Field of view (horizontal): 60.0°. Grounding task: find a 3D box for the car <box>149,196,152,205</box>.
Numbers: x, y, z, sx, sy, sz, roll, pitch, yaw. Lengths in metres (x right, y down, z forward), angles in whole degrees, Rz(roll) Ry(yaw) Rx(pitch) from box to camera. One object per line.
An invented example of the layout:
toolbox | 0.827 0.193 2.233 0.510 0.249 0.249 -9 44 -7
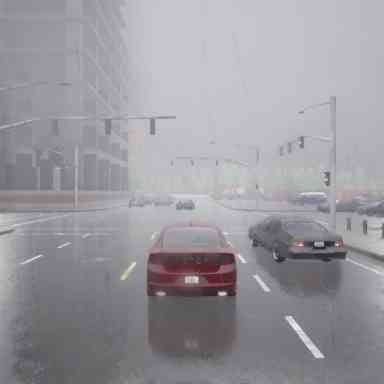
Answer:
car | -8.208 1.352 58.114 2.097 1.767 4.553 0 0 -1

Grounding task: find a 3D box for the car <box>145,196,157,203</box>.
car | -8.294 1.564 68.076 1.994 1.385 4.181 0 0 -1

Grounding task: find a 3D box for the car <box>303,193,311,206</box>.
car | 24.095 1.419 64.192 3.905 1.438 1.784 0 0 -1

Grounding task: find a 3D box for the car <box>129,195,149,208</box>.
car | -8.080 1.491 48.901 2.128 1.511 4.902 0 0 -1

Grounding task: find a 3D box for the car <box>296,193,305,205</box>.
car | 24.022 1.209 66.875 4.605 1.855 1.932 0 0 -1

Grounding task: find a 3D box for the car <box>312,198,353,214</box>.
car | 16.281 1.603 35.773 5.357 1.411 2.033 0 0 -1

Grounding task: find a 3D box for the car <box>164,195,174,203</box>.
car | -4.830 1.500 71.286 1.837 1.490 4.892 0 0 -1

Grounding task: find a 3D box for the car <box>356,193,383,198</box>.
car | 39.038 1.209 72.549 4.605 1.855 1.932 0 0 -1

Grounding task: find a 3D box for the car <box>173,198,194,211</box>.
car | -0.769 1.610 41.062 1.895 1.301 4.718 0 0 6

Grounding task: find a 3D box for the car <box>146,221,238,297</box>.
car | -0.012 1.478 8.640 1.882 1.535 5.008 0 0 0

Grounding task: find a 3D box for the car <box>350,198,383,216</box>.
car | 18.386 1.581 32.277 4.674 1.442 1.812 0 0 -1

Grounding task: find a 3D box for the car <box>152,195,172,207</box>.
car | -4.611 1.477 51.209 1.882 1.535 5.008 0 0 -1

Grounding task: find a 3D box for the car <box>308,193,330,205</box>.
car | 24.118 1.451 61.297 3.806 1.475 1.970 0 0 -1

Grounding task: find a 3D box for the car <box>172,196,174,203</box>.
car | -4.743 1.547 61.166 2.033 1.411 5.357 0 0 0

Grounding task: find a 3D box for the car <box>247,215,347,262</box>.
car | 3.477 1.547 12.076 2.033 1.411 5.357 0 0 -4
